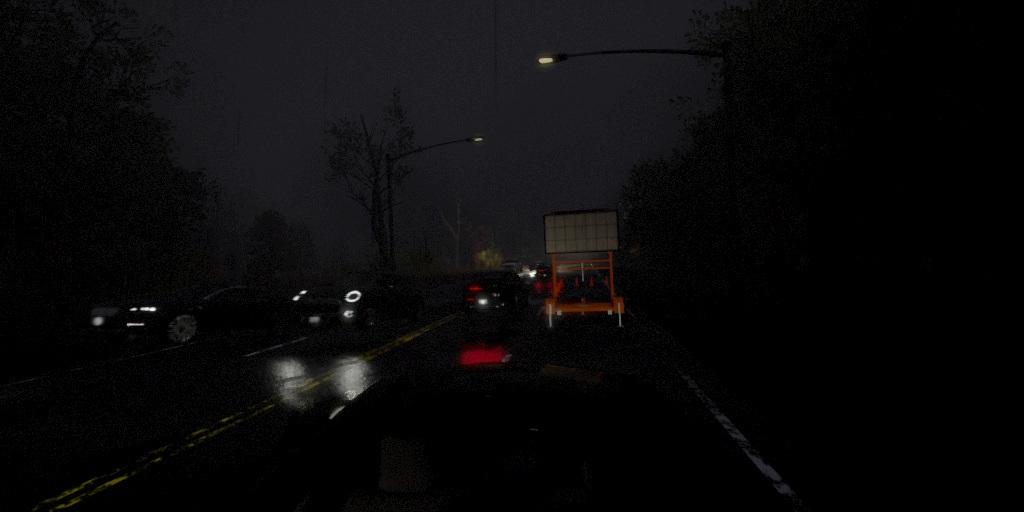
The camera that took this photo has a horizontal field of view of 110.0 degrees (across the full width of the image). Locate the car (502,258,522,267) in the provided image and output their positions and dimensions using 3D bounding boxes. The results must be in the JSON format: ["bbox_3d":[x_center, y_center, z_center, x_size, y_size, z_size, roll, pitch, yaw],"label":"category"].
[{"bbox_3d":[0.040,1.394,51.113,2.150,2.045,5.566,-3,0,11],"label":"car"}]

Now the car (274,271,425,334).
[{"bbox_3d":[-4.500,1.253,11.216,2.097,1.767,4.553,0,-7,11],"label":"car"}]

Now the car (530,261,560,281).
[{"bbox_3d":[3.284,1.420,33.035,2.128,1.511,4.902,-3,0,11],"label":"car"}]

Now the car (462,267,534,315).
[{"bbox_3d":[-0.464,1.353,13.756,1.837,1.490,4.892,-3,-4,11],"label":"car"}]

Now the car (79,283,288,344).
[{"bbox_3d":[-8.134,1.499,9.856,2.128,1.511,4.902,-1,-10,10],"label":"car"}]

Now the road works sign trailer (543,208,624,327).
[{"bbox_3d":[2.402,0.289,11.845,2.380,3.560,2.880,0,0,11],"label":"road works sign trailer"}]
